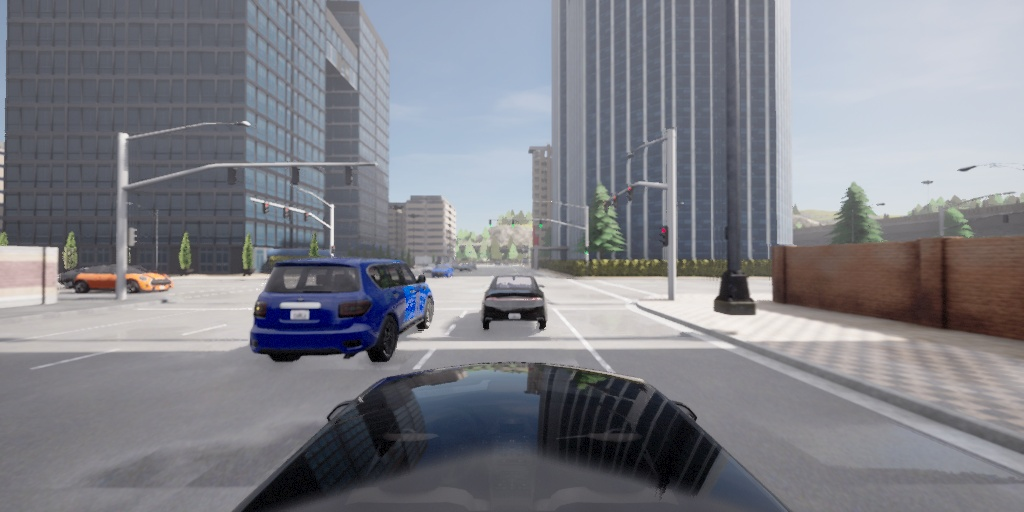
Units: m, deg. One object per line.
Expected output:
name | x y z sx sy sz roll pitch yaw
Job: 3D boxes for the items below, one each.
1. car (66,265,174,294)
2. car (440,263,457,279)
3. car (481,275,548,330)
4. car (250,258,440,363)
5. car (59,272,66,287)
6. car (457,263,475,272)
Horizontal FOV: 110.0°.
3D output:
car | -23.655 1.353 21.996 4.553 1.767 2.097 0 -1 1
car | -7.742 1.701 40.318 1.882 1.535 5.008 0 -1 -1
car | 0.058 1.363 11.654 2.128 1.511 4.902 0 -1 0
car | -3.434 1.058 8.494 2.150 2.045 5.566 0 0 0
car | -28.983 1.535 25.489 4.902 1.511 2.128 0 -1 -1
car | -8.058 2.036 61.975 2.033 1.411 5.357 0 -1 0
